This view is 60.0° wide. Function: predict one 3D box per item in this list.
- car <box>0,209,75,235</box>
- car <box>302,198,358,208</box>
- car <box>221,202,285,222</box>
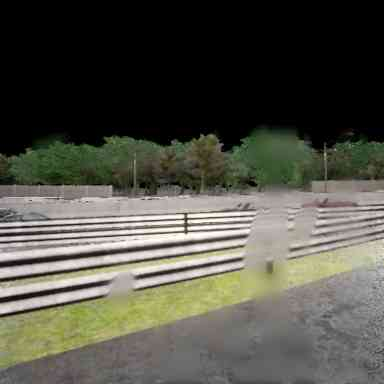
[{"bbox_3d":[-8.034,1.697,16.570,4.181,1.385,1.994,-2,0,-15],"label":"car"},{"bbox_3d":[12.276,1.153,29.438,4.718,1.301,1.895,-1,0,-15],"label":"car"},{"bbox_3d":[4.540,1.374,23.670,4.718,1.301,1.895,-1,0,-15],"label":"car"}]
